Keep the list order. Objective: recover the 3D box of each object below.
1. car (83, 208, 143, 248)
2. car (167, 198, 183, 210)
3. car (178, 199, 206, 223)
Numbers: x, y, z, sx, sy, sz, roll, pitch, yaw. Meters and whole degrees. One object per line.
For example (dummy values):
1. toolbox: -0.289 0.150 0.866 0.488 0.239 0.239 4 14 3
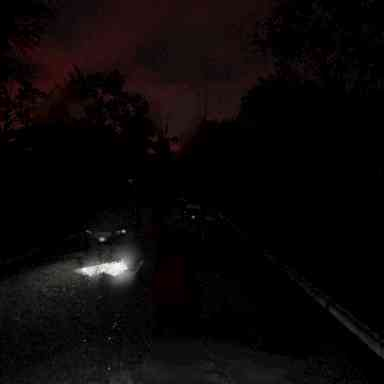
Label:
1. car: -3.351 1.509 14.874 2.128 1.511 4.902 0 0 0
2. car: -1.670 1.538 42.681 1.882 1.535 5.008 2 -1 -20
3. car: 0.100 1.547 25.392 1.812 1.442 4.674 0 0 0
